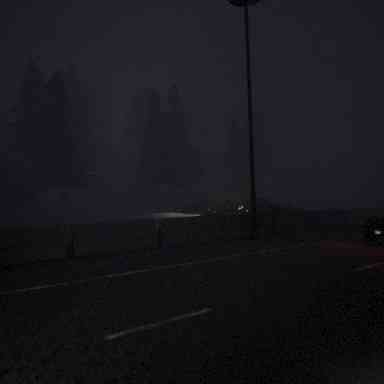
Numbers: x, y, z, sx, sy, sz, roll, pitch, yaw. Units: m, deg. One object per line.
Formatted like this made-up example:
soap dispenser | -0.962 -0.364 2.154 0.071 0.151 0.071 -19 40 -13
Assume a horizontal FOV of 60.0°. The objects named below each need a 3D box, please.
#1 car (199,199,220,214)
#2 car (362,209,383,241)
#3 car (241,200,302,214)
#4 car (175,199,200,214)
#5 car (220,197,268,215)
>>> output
car | 3.203 1.457 32.066 4.181 1.385 1.994 0 0 -35
car | 9.351 1.429 14.713 4.674 1.442 1.812 0 0 -35
car | 6.344 1.496 25.711 4.718 1.301 1.895 0 0 -35
car | 0.857 1.441 34.694 5.357 1.411 2.033 0 0 -35
car | 5.089 1.246 29.112 4.553 1.767 2.097 0 0 -35
